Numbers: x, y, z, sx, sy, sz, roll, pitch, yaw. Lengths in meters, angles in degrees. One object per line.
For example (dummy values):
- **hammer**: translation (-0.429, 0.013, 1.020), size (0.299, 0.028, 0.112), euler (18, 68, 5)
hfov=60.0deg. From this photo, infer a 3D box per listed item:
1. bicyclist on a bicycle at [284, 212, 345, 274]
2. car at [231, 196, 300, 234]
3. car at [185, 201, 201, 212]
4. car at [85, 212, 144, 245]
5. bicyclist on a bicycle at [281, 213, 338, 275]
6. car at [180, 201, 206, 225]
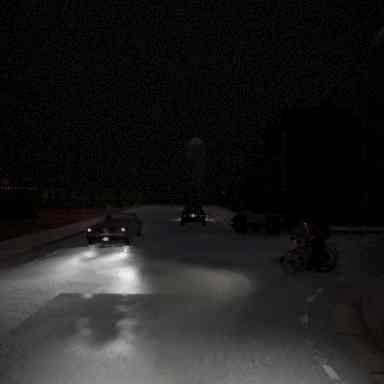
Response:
- **bicyclist on a bicycle**: translation (3.564, 1.436, 9.656), size (1.656, 1.620, 0.582), euler (0, 0, -19)
- **car**: translation (4.163, 1.262, 18.948), size (1.905, 1.878, 3.866), euler (-7, 3, -42)
- **car**: translation (0.097, 1.867, 43.062), size (1.895, 1.301, 4.718), euler (0, 0, 0)
- **car**: translation (-3.601, 1.686, 16.120), size (1.895, 1.301, 4.718), euler (-1, -1, 0)
- **bicyclist on a bicycle**: translation (3.201, 1.441, 9.106), size (1.656, 1.620, 0.582), euler (0, 0, -11)
- **car**: translation (0.089, 1.706, 25.535), size (2.033, 1.411, 5.357), euler (0, 0, 0)
